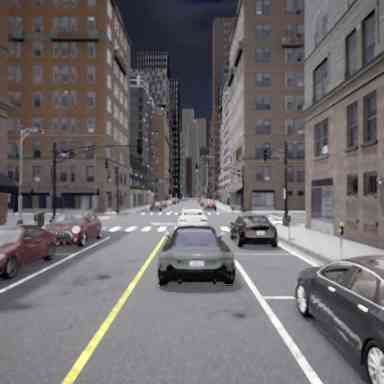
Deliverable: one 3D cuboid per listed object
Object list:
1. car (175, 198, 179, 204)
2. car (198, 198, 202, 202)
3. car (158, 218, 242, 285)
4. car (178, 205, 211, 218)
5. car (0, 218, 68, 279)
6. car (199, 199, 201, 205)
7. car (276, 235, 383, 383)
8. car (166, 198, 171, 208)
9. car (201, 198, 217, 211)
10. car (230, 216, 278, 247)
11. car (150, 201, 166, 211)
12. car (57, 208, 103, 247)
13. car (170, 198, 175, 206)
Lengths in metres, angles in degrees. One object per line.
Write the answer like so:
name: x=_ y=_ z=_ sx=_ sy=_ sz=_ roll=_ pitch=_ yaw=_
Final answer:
car: x=-5.570 y=2.577 z=90.854 sx=2.192 sy=1.841 sz=5.009 roll=0 pitch=-1 yaw=0
car: x=2.926 y=2.444 z=74.617 sx=1.967 sy=1.590 sz=4.097 roll=0 pitch=-1 yaw=0
car: x=0.090 y=1.688 z=9.877 sx=1.994 sy=1.385 sz=4.181 roll=0 pitch=-1 yaw=-1
car: x=0.071 y=1.786 z=20.871 sx=1.812 sy=1.442 sz=4.674 roll=0 pitch=-1 yaw=0
car: x=-5.671 y=1.712 z=10.394 sx=1.802 sy=1.307 sz=4.206 roll=0 pitch=-1 yaw=0
car: x=2.908 y=2.394 z=63.798 sx=2.008 sy=1.369 sz=4.403 roll=0 pitch=-1 yaw=0
car: x=2.855 y=1.612 z=4.893 sx=2.008 sy=1.369 sz=4.403 roll=0 pitch=-1 yaw=0
car: x=-5.617 y=2.394 z=63.810 sx=2.008 sy=1.369 sz=4.403 roll=0 pitch=-1 yaw=0
car: x=2.888 y=2.130 z=52.983 sx=1.967 sy=1.590 sz=4.097 roll=0 pitch=-1 yaw=0
car: x=2.855 y=1.764 z=15.895 sx=1.947 sy=1.339 sz=4.313 roll=0 pitch=-1 yaw=0
car: x=-5.637 y=2.272 z=52.994 sx=1.802 sy=1.307 sz=4.206 roll=0 pitch=-1 yaw=0
car: x=-5.671 y=1.638 z=15.896 sx=1.967 sy=1.590 sz=4.097 roll=0 pitch=-1 yaw=0
car: x=-5.588 y=2.611 z=79.865 sx=1.752 sy=1.417 sz=4.829 roll=0 pitch=-1 yaw=0
